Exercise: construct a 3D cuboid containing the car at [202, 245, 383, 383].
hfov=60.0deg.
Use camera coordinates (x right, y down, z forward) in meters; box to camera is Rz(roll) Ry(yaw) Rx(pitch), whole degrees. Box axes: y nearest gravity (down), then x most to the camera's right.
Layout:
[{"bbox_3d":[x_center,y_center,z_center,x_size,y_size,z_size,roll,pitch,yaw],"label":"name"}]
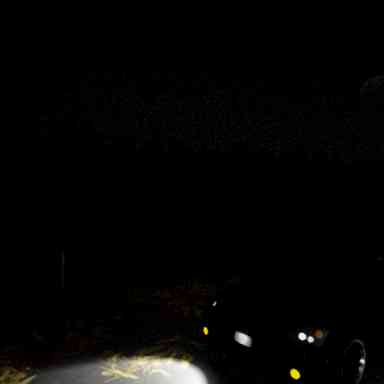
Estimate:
[{"bbox_3d":[2.178,1.590,5.260,4.181,1.385,1.994,0,-1,-38],"label":"car"}]
